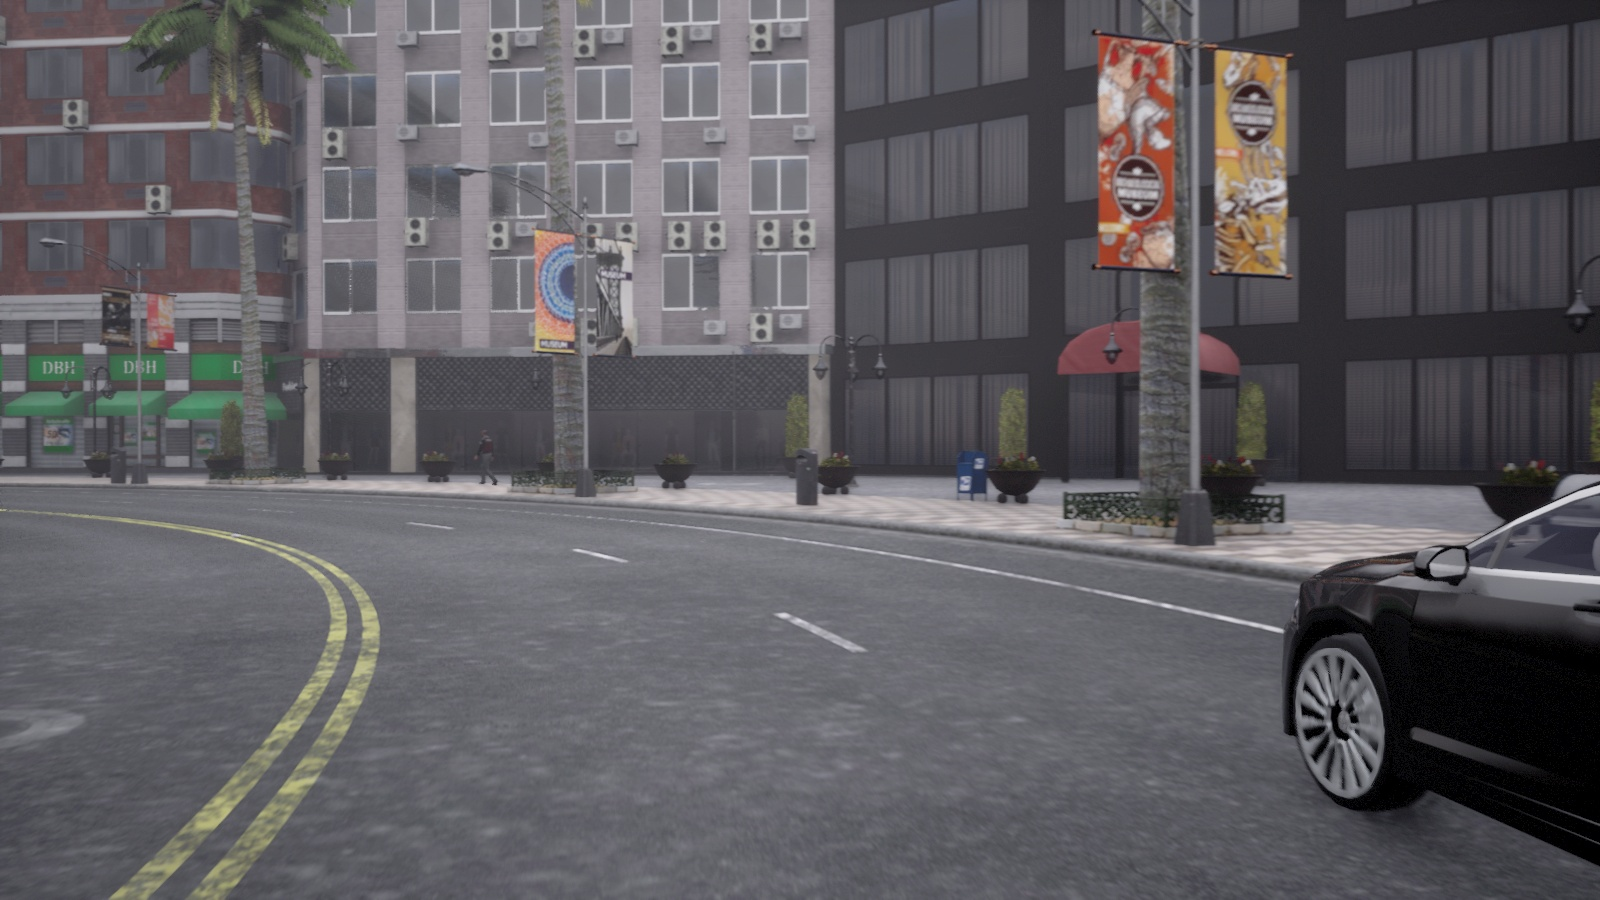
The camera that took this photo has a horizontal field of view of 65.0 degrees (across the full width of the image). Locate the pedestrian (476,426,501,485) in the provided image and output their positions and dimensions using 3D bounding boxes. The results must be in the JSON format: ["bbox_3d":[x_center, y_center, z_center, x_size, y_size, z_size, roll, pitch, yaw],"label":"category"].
[{"bbox_3d":[-9.829,0.179,39.652,0.720,1.854,0.376,0,0,31],"label":"pedestrian"}]

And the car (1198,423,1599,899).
[{"bbox_3d":[3.209,0.681,3.701,2.128,1.511,4.902,0,0,-5],"label":"car"}]
